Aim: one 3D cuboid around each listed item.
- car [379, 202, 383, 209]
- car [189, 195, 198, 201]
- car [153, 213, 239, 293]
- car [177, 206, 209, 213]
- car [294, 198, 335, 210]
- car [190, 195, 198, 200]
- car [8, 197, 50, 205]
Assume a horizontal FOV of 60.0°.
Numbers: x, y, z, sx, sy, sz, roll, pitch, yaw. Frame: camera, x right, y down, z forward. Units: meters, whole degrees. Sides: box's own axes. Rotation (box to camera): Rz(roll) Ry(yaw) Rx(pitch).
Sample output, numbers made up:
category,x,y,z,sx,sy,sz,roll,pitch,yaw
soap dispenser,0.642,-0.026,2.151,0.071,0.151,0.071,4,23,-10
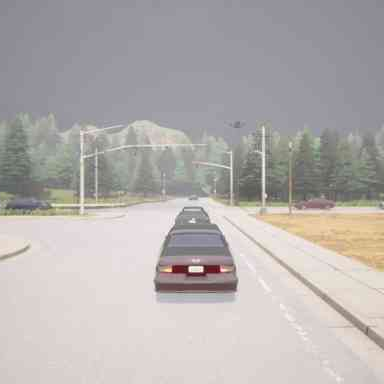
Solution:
category,x,y,z,sx,sy,sz,roll,pitch,yaw
car,25.040,1.404,39.990,4.674,1.442,1.812,0,0,1
car,0.256,1.468,81.837,1.895,1.301,4.718,0,0,2
car,0.084,1.537,8.947,2.033,1.411,5.357,0,0,0
car,0.065,1.533,19.554,1.994,1.385,4.181,0,0,1
car,14.761,1.440,40.185,4.674,1.442,1.812,0,0,1
car,0.622,1.409,91.817,1.994,1.385,4.181,0,0,2
car,-18.042,1.387,37.115,4.553,1.767,2.097,0,0,1
